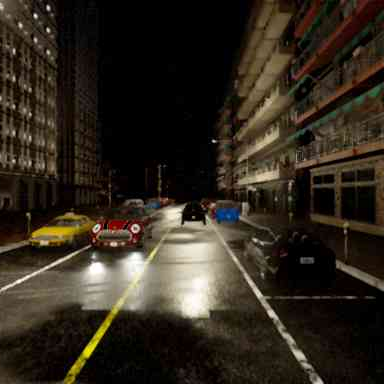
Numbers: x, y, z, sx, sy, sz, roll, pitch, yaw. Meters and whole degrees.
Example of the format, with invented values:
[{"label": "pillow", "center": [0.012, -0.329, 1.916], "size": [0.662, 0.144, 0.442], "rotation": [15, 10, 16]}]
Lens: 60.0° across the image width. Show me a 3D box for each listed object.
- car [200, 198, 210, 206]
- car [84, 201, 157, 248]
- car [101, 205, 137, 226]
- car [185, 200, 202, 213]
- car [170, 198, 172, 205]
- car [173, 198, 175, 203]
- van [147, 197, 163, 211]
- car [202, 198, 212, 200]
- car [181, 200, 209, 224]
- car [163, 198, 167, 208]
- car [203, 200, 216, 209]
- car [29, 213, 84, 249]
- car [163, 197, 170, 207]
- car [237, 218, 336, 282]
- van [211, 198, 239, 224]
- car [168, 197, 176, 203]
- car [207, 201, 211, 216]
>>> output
[{"label": "car", "center": [2.772, 2.096, 70.644], "size": [1.967, 1.590, 4.097], "rotation": [0, -1, 0]}, {"label": "car", "center": [-3.069, 1.490, 15.342], "size": [2.097, 1.767, 4.553], "rotation": [0, -1, 0]}, {"label": "car", "center": [-5.662, 1.781, 26.435], "size": [1.887, 1.381, 4.507], "rotation": [0, -1, 0]}, {"label": "car", "center": [0.153, 1.898, 44.856], "size": [2.128, 1.511, 4.902], "rotation": [0, -1, 0]}, {"label": "car", "center": [-5.616, 1.915, 65.128], "size": [2.192, 1.841, 5.009], "rotation": [0, -1, 0]}, {"label": "car", "center": [-5.601, 2.255, 76.181], "size": [1.887, 1.381, 4.507], "rotation": [0, -1, 0]}, {"label": "van", "center": [-5.636, 1.781, 48.546], "size": [1.690, 1.788, 3.998], "rotation": [0, -1, 0]}, {"label": "car", "center": [2.736, 1.704, 43.008], "size": [2.192, 1.841, 5.009], "rotation": [0, -1, 0]}, {"label": "car", "center": [0.126, 1.718, 26.879], "size": [1.882, 1.535, 5.008], "rotation": [0, 0, 0]}, {"label": "car", "center": [-5.628, 2.075, 54.071], "size": [1.802, 1.307, 4.206], "rotation": [0, -1, 0]}, {"label": "car", "center": [2.753, 2.059, 54.060], "size": [1.947, 1.339, 4.313], "rotation": [0, -1, 0]}, {"label": "car", "center": [-5.677, 1.660, 15.210], "size": [1.752, 1.417, 4.829], "rotation": [0, -1, 0]}, {"label": "car", "center": [-5.621, 2.097, 59.599], "size": [2.008, 1.369, 4.403], "rotation": [0, -1, 0]}, {"label": "car", "center": [2.697, 1.654, 9.841], "size": [1.947, 1.339, 4.313], "rotation": [0, -1, 0]}, {"label": "van", "center": [2.717, 1.577, 26.425], "size": [1.690, 1.788, 3.998], "rotation": [0, -1, 0]}, {"label": "car", "center": [-5.581, 2.316, 92.764], "size": [1.967, 1.590, 4.097], "rotation": [0, -1, 0]}, {"label": "car", "center": [2.725, 1.831, 31.951], "size": [1.887, 1.381, 4.507], "rotation": [0, -1, 0]}]
